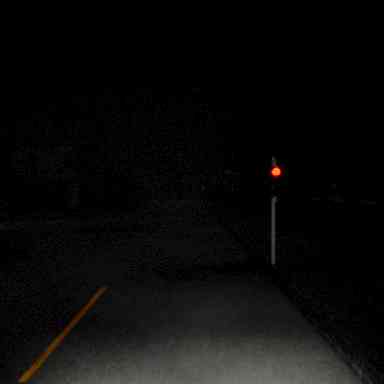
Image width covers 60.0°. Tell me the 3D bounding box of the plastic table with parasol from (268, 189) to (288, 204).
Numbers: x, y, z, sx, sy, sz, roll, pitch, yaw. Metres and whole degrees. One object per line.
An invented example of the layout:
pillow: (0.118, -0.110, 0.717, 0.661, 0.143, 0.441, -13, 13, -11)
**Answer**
plastic table with parasol: (15.206, 0.728, 58.620, 2.482, 2.480, 2.482, -1, 1, -40)
